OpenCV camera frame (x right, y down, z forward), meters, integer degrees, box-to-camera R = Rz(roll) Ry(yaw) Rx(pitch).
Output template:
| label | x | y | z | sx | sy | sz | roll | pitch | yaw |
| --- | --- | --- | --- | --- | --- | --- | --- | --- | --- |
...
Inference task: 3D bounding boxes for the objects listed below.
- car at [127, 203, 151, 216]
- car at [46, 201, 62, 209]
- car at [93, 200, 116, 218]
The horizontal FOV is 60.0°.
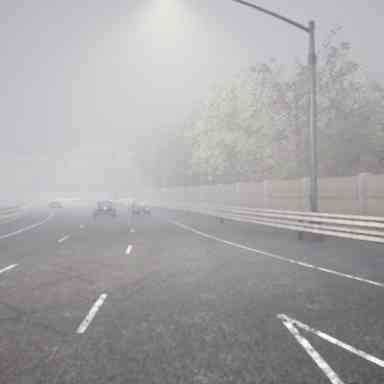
| label | x | y | z | sx | sy | sz | roll | pitch | yaw |
| --- | --- | --- | --- | --- | --- | --- | --- | --- | --- |
| car | -5.791 | 1.880 | 35.821 | 1.895 | 1.301 | 4.718 | 0 | 0 | -18 |
| car | -23.780 | 2.158 | 57.259 | 1.994 | 1.385 | 4.181 | 0 | -1 | -32 |
| car | -9.107 | 1.656 | 34.365 | 2.097 | 1.767 | 4.553 | -1 | 0 | -18 |
